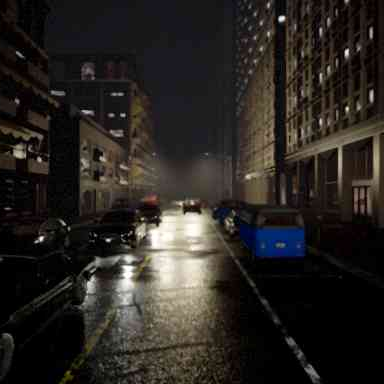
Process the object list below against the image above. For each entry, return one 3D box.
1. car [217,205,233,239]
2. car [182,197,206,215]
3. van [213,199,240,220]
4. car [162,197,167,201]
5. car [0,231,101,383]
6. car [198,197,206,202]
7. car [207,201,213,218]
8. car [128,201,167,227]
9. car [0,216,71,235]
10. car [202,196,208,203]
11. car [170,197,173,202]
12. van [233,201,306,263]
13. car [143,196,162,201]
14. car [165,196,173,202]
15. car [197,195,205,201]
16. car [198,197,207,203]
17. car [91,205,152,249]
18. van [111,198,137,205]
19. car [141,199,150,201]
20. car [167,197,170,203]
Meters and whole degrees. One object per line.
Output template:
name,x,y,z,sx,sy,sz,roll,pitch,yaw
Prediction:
car,2.652,1.598,17.504,2.008,1.369,4.403,0,0,0
car,0.019,1.593,35.161,2.128,1.511,4.902,0,0,0
van,2.639,1.405,23.153,1.690,1.788,3.998,0,0,0
car,-5.824,1.743,57.024,1.947,1.339,4.313,0,0,0
car,-3.109,1.618,5.383,1.895,1.301,4.718,0,0,0
car,2.487,1.858,85.287,1.802,1.307,4.206,0,0,0
car,2.624,1.646,28.801,1.947,1.339,4.313,0,0,0
car,-3.053,1.594,23.419,1.812,1.442,4.674,0,0,0
car,-5.715,1.587,11.836,2.008,1.369,4.403,0,0,0
car,2.528,1.793,68.341,1.802,1.307,4.206,0,0,0
car,-5.865,1.763,73.799,1.752,1.417,4.829,0,0,0
van,2.666,1.372,11.856,1.690,1.788,3.998,0,0,0
car,-5.797,1.455,45.727,2.192,1.841,5.009,0,0,0
car,-5.893,1.826,85.267,1.887,1.381,4.507,0,0,0
car,2.473,1.739,90.935,1.967,1.590,4.097,0,0,0
car,2.501,1.820,79.637,1.947,1.339,4.313,0,0,0
car,-3.125,1.547,14.852,1.837,1.490,4.892,0,0,0
van,-5.756,1.427,28.781,1.690,1.788,3.998,0,0,0
car,-5.770,1.686,34.429,1.802,1.307,4.206,0,0,0
car,-5.838,1.748,62.672,2.008,1.369,4.403,0,0,0
